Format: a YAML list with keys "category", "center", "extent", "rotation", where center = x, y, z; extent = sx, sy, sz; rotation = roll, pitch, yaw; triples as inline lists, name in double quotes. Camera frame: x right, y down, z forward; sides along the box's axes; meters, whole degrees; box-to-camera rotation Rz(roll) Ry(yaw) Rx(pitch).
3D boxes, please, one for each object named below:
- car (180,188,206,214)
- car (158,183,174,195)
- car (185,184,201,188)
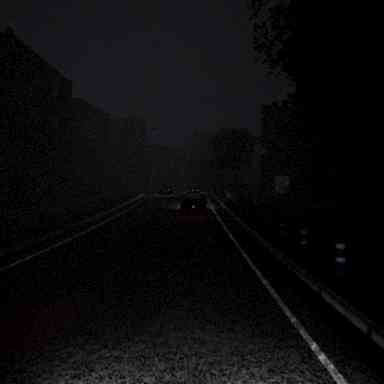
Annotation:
- category: "car"
  center: [0.106, 0.750, 25.771]
  extent: [1.882, 1.535, 5.008]
  rotation: [0, 3, 0]
- category: "car"
  center: [-3.489, -0.484, 45.286]
  extent: [1.837, 1.490, 4.892]
  rotation: [0, 4, 1]
- category: "car"
  center: [0.118, -0.280, 42.857]
  extent: [2.033, 1.411, 5.357]
  rotation: [0, 4, 0]
